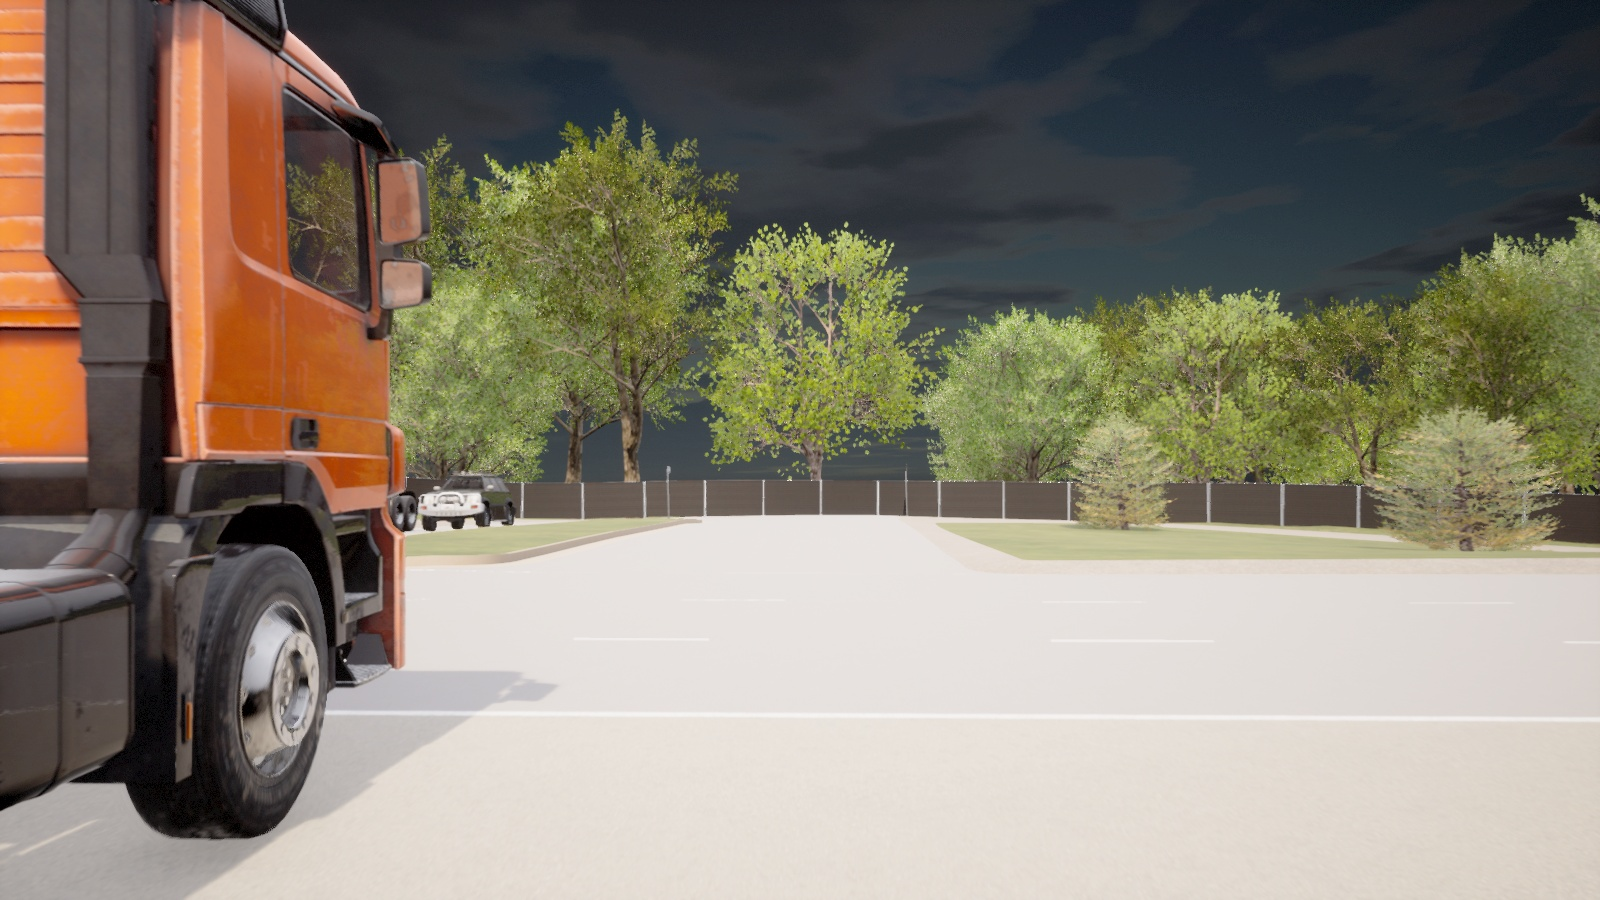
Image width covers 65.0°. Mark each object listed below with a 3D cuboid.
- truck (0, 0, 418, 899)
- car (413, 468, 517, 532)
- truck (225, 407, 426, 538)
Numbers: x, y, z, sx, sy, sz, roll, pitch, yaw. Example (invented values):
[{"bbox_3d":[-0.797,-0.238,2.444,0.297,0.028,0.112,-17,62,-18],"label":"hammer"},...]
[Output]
[{"bbox_3d":[-3.513,-0.230,2.750,2.891,3.462,7.936,0,0,0],"label":"truck"},{"bbox_3d":[-10.386,1.577,39.289,1.932,1.855,4.605,-1,-3,1],"label":"car"},{"bbox_3d":[-13.948,0.771,37.746,2.891,3.462,7.936,-1,-2,1],"label":"truck"}]
